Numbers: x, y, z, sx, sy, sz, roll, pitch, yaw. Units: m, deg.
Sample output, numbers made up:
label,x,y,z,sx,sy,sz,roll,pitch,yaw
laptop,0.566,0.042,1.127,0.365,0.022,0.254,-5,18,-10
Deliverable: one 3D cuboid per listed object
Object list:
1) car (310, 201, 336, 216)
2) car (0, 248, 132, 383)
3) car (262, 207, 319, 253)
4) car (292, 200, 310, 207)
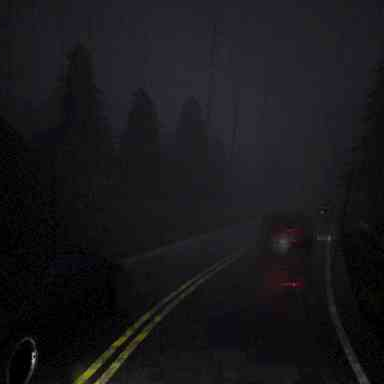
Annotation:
label,x,y,z,sx,sy,sz,roll,pitch,yaw
car,13.941,1.734,34.958,1.837,1.490,4.892,-2,-1,27
car,-2.551,1.608,5.136,1.994,1.385,4.181,0,-1,14
car,4.249,1.593,14.245,1.837,1.490,4.892,-2,-1,23
car,14.171,1.848,42.988,1.882,1.535,5.008,-2,-1,27
